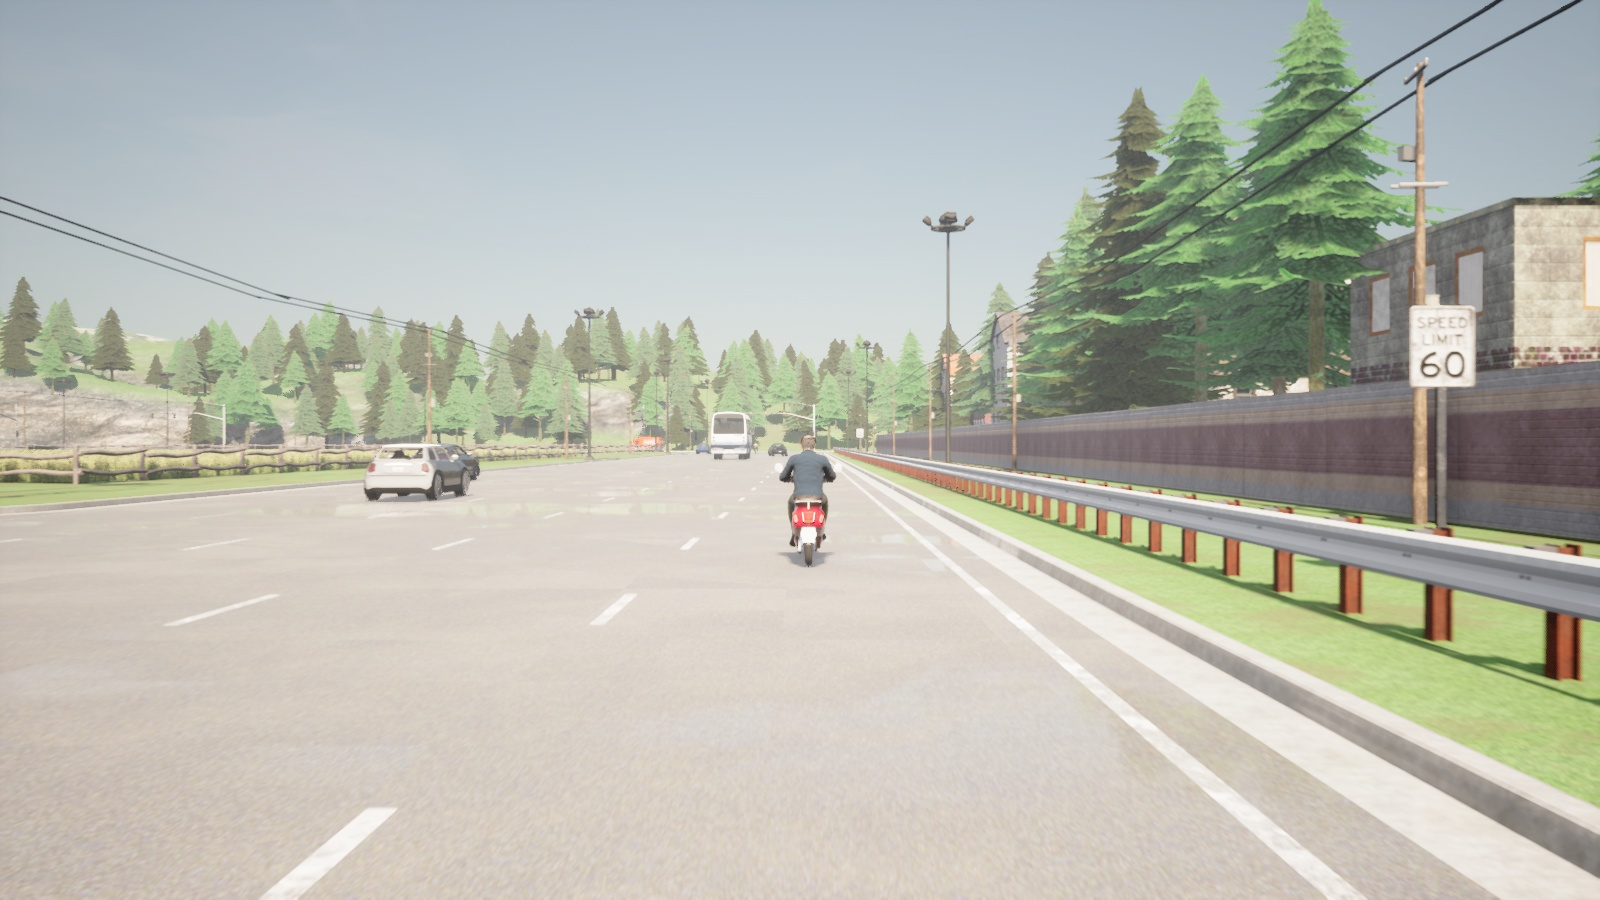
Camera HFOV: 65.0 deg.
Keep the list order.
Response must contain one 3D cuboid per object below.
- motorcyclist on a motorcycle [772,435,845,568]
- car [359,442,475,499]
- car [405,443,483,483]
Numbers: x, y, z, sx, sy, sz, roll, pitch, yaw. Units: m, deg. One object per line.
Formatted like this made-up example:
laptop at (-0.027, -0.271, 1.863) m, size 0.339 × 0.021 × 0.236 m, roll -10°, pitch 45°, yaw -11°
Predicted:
motorcyclist on a motorcycle at (0.106, 0.610, 15.907) m, size 0.866 × 1.590 × 1.817 m, roll 0°, pitch 0°, yaw 0°
car at (-10.290, 0.512, 34.039) m, size 1.970 × 1.475 × 3.806 m, roll 0°, pitch 0°, yaw 0°
car at (-13.707, 0.475, 48.625) m, size 1.816 × 1.474 × 4.193 m, roll 0°, pitch 0°, yaw 0°
